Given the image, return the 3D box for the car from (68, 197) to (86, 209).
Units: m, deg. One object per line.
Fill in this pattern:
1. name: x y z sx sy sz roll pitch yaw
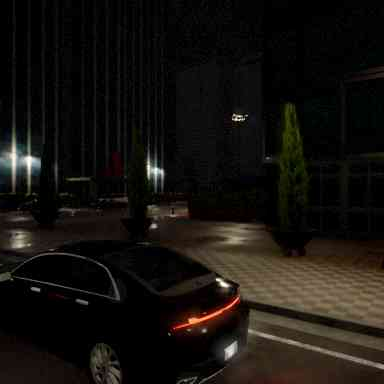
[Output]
1. car: -15.137 1.505 46.380 1.837 1.490 4.892 0 0 35

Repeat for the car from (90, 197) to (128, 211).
1. car: -9.835 1.601 41.391 1.895 1.301 4.718 0 0 35

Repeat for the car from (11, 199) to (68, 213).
1. car: -17.104 1.491 37.498 2.128 1.511 4.902 0 0 35

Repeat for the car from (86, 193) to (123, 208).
1. car: -11.289 1.221 45.767 2.150 2.045 5.566 0 0 35

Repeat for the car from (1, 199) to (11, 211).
1. car: -21.052 1.547 37.962 2.033 1.411 5.357 0 0 35

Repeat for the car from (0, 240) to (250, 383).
1. car: -1.536 1.505 5.101 4.892 1.490 1.837 0 0 36

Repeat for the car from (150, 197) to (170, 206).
1. car: -5.480 1.564 54.010 1.994 1.385 4.181 0 0 35
